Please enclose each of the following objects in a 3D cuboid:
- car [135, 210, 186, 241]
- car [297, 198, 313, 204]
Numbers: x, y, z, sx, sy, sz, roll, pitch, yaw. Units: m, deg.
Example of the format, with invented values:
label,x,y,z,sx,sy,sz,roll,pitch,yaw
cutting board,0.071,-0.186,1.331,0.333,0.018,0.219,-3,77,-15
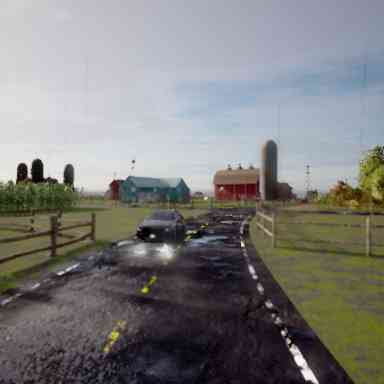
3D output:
label,x,y,z,sx,sy,sz,roll,pitch,yaw
car,-1.512,1.710,18.202,2.033,1.411,5.357,0,-1,8
car,29.759,2.370,87.950,1.812,1.442,4.674,0,-1,32
